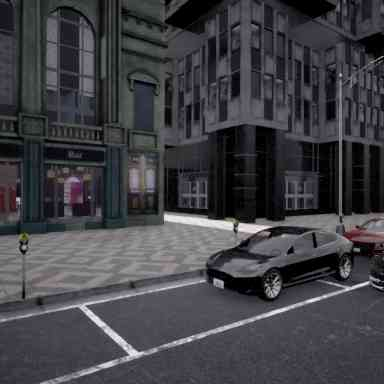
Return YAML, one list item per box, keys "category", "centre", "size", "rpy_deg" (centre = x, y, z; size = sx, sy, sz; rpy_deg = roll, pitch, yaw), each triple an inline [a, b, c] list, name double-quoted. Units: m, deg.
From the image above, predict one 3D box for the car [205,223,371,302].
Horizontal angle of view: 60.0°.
- category: "car"
  centre: [2.336, 1.566, 8.324]
  size: [4.313, 1.339, 1.947]
  rpy_deg: [0, 0, -36]

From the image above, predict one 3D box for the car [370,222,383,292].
- category: "car"
  centre: [6.013, 1.505, 7.684]
  size: [4.892, 1.490, 1.837]
  rpy_deg: [0, 0, -36]

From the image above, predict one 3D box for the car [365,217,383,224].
- category: "car"
  centre: [6.921, 1.546, 11.603]
  size: [4.507, 1.381, 1.887]
  rpy_deg: [0, 0, -36]
